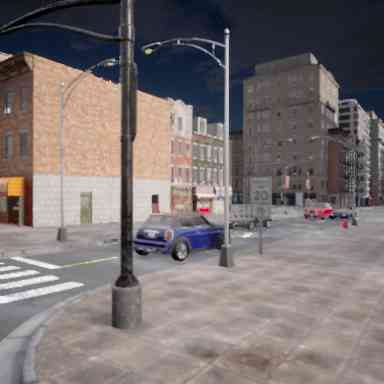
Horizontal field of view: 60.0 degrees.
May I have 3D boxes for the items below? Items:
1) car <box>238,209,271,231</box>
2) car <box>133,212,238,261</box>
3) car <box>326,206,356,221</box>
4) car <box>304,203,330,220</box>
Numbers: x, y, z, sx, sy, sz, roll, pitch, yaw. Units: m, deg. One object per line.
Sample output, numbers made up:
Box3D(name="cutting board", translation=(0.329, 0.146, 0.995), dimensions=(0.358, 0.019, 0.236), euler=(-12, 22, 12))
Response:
Box3D(name="car", translation=(4.330, 2.036, 24.933), dimensions=(1.837, 1.490, 4.892), euler=(0, -1, 36))
Box3D(name="car", translation=(-0.236, 1.613, 13.710), dimensions=(2.097, 1.767, 4.553), euler=(0, -1, 36))
Box3D(name="car", translation=(17.235, 2.566, 37.848), dimensions=(1.895, 1.301, 4.718), euler=(0, -1, 38))
Box3D(name="car", translation=(15.169, 2.296, 39.841), dimensions=(2.150, 2.045, 5.566), euler=(0, -1, 36))
